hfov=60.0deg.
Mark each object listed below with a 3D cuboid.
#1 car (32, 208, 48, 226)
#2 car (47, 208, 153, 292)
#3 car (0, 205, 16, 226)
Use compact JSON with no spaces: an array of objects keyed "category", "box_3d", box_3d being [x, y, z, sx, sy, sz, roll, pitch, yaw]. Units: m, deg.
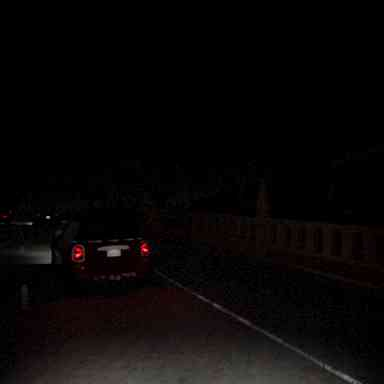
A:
[{"category":"car","box_3d":[-12.041,1.993,27.466,1.994,1.385,4.181,1,-2,-27]},{"category":"car","box_3d":[-2.808,1.482,9.685,2.097,1.767,4.553,1,-1,-27]},{"category":"car","box_3d":[-15.867,2.012,27.237,2.033,1.411,5.357,1,-3,-27]}]
